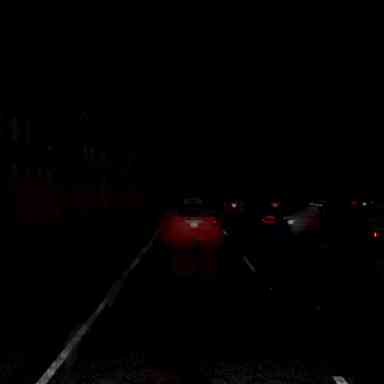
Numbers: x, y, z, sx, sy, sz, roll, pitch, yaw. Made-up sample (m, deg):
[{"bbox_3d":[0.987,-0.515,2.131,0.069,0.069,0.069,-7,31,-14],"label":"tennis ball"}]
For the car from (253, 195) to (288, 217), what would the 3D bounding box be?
[{"bbox_3d":[7.090,1.213,30.518,2.097,1.767,4.553,0,0,0],"label":"car"}]

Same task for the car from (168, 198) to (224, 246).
[{"bbox_3d":[0.090,1.284,15.028,2.097,1.767,4.553,0,0,0],"label":"car"}]

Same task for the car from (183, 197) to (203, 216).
[{"bbox_3d":[0.092,1.329,32.339,1.882,1.535,5.008,0,0,0],"label":"car"}]

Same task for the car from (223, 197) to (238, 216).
[{"bbox_3d":[3.589,1.212,30.530,2.097,1.767,4.553,0,0,0],"label":"car"}]

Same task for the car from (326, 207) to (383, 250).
[{"bbox_3d":[7.090,1.537,13.971,1.895,1.301,4.718,0,0,0],"label":"car"}]

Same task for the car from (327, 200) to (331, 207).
[{"bbox_3d":[10.590,1.351,30.784,2.128,1.511,4.902,0,0,0],"label":"car"}]

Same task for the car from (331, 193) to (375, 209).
[{"bbox_3d":[14.091,1.086,29.828,2.150,2.045,5.566,0,0,0],"label":"car"}]

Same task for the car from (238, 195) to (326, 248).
[{"bbox_3d":[3.591,1.155,14.599,2.150,2.045,5.566,0,0,0],"label":"car"}]
